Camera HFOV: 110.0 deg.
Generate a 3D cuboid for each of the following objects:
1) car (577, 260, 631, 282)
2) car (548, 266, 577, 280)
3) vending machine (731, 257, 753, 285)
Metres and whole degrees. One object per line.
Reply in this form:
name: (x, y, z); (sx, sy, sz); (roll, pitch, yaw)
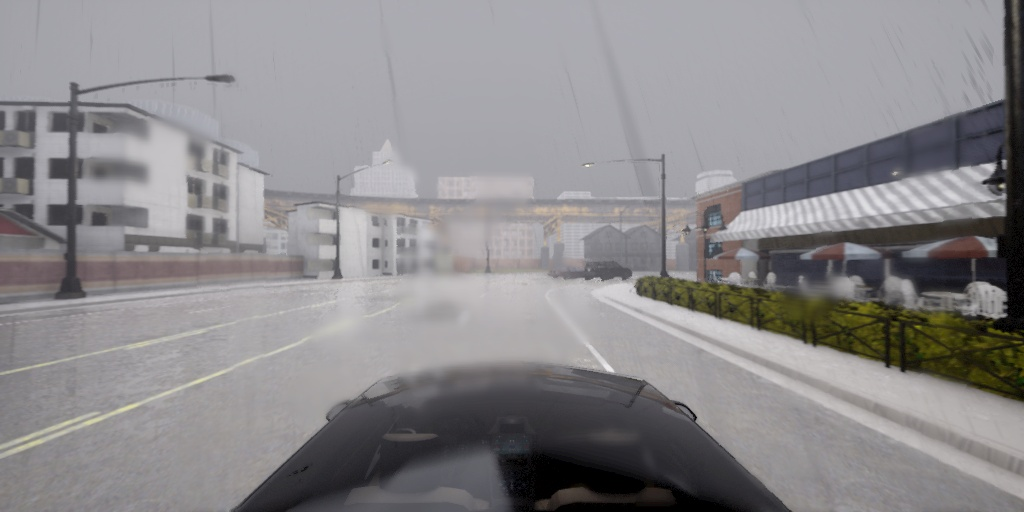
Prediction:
car: (9.508, 1.445, 35.726); (5.566, 2.045, 2.150); (0, -1, -36)
car: (6.205, 1.795, 37.698); (5.357, 1.411, 2.033); (1, -1, -39)
vending machine: (21.857, 1.397, 34.066); (0.880, 2.100, 1.100); (0, 0, -1)
